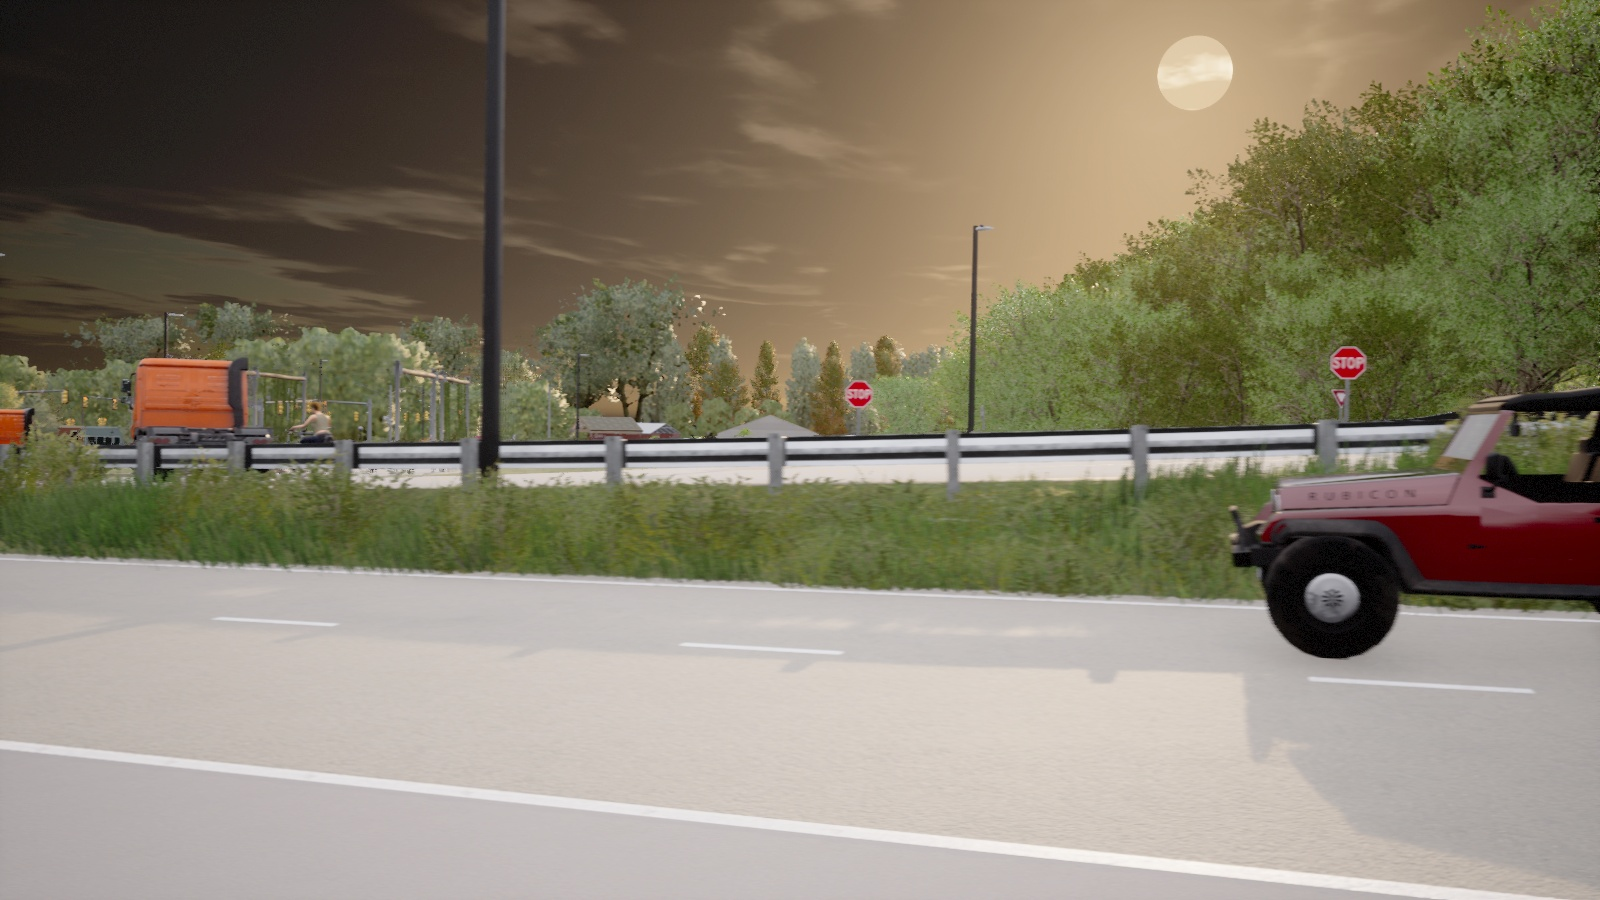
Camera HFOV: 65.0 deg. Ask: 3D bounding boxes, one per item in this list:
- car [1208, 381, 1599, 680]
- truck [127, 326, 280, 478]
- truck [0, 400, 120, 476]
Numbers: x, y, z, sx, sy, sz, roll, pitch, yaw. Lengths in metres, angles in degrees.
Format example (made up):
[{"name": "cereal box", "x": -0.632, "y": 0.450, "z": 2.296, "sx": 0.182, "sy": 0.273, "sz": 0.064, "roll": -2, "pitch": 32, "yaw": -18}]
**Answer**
[{"name": "car", "x": 4.948, "y": 0.488, "z": 8.910, "sx": 3.866, "sy": 1.878, "sz": 1.905, "roll": 1, "pitch": 1, "yaw": 19}, {"name": "truck", "x": -15.674, "y": -1.002, "z": 32.643, "sx": 2.891, "sy": 3.462, "sz": 7.936, "roll": 1, "pitch": -1, "yaw": -30}, {"name": "truck", "x": -36.504, "y": -0.582, "z": 59.692, "sx": 7.936, "sy": 3.462, "sz": 2.891, "roll": 0, "pitch": 1, "yaw": 22}]
